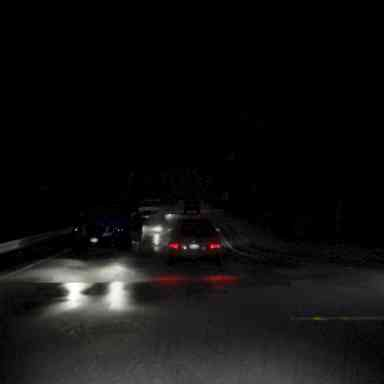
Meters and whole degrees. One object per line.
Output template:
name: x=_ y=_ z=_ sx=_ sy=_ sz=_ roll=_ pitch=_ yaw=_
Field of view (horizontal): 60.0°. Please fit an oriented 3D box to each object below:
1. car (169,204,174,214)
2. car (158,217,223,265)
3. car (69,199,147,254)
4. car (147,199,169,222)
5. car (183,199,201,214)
car: x=-3.516 y=2.280 z=45.348 sx=1.994 sy=1.385 sz=4.181 roll=0 pitch=-1 yaw=0
car: x=0.076 y=1.723 z=12.283 sx=2.033 sy=1.411 sz=5.357 roll=0 pitch=-2 yaw=0
car: x=-3.601 y=1.450 z=15.027 sx=2.150 sy=2.045 sz=5.566 roll=0 pitch=-1 yaw=0
car: x=-3.598 y=1.664 z=29.576 sx=2.150 sy=2.045 sz=5.566 roll=0 pitch=0 yaw=0
car: x=-0.009 y=1.918 z=45.836 sx=2.150 sy=2.045 sz=5.566 roll=0 pitch=-1 yaw=0
